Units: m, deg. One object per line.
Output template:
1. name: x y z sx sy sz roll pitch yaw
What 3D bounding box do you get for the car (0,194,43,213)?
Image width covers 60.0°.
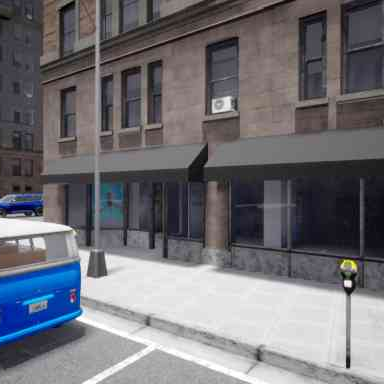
1. car: -15.445 1.213 29.368 2.150 2.045 5.566 0 0 35

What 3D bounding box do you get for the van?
1. van: -3.622 1.341 5.660 3.998 1.788 1.690 0 0 36
